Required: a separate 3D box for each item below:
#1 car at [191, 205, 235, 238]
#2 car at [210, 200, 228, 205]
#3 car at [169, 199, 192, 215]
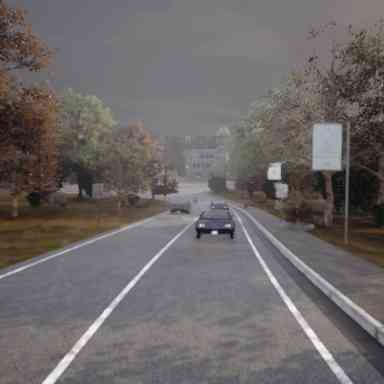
[{"bbox_3d":[1.258,1.578,17.567,1.895,1.301,4.718,1,0,5],"label":"car"},{"bbox_3d":[2.836,1.539,35.274,1.895,1.301,4.718,0,0,4],"label":"car"},{"bbox_3d":[-1.012,1.457,33.299,2.033,1.411,5.357,1,0,4],"label":"car"}]
